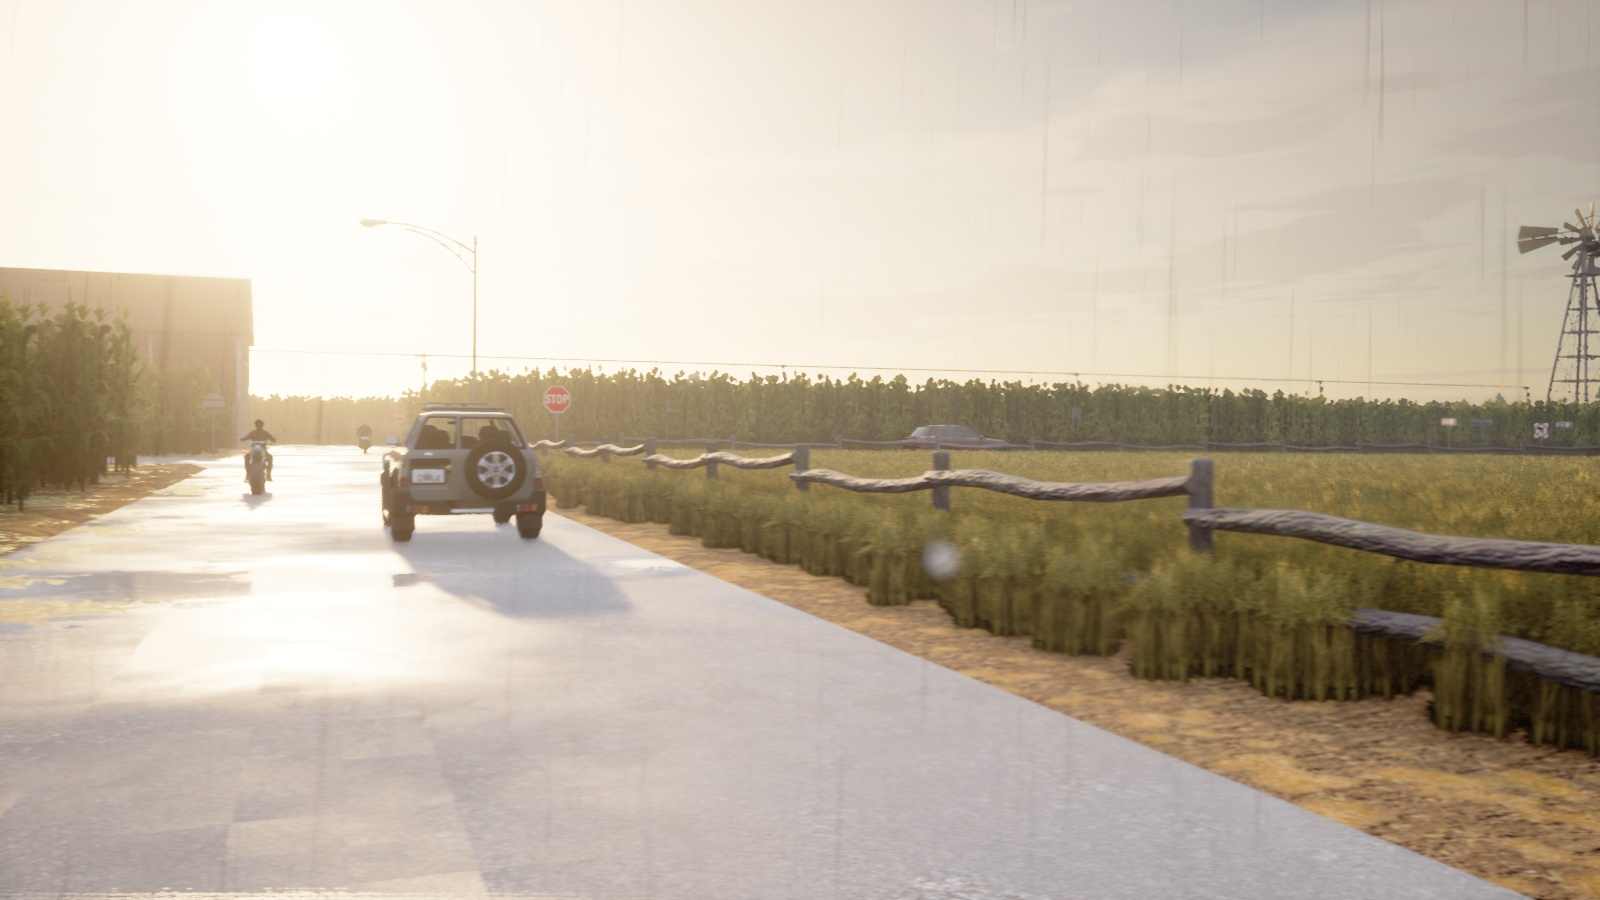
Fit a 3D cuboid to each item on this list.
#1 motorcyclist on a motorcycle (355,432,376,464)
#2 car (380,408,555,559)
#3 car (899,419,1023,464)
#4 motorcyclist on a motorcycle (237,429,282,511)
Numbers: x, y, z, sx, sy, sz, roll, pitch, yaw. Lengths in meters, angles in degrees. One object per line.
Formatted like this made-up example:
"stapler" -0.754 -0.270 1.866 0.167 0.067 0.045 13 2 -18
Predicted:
"motorcyclist on a motorcycle" -21.240 -0.097 61.325 0.866 1.530 2.191 -1 0 -21
"car" -4.862 0.371 17.891 1.932 1.855 4.605 -1 1 -21
"car" 6.571 -0.355 51.201 4.553 1.767 2.097 -1 1 -20
"motorcyclist on a motorcycle" -11.653 0.393 27.120 0.766 1.649 2.350 -1 2 -21
